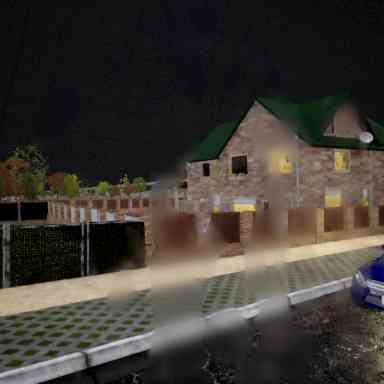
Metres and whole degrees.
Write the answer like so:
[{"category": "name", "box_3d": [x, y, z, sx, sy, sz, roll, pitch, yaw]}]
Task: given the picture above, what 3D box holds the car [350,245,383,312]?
[{"category": "car", "box_3d": [5.110, 1.521, 6.710, 4.674, 1.442, 1.812, 0, 0, -35]}]
